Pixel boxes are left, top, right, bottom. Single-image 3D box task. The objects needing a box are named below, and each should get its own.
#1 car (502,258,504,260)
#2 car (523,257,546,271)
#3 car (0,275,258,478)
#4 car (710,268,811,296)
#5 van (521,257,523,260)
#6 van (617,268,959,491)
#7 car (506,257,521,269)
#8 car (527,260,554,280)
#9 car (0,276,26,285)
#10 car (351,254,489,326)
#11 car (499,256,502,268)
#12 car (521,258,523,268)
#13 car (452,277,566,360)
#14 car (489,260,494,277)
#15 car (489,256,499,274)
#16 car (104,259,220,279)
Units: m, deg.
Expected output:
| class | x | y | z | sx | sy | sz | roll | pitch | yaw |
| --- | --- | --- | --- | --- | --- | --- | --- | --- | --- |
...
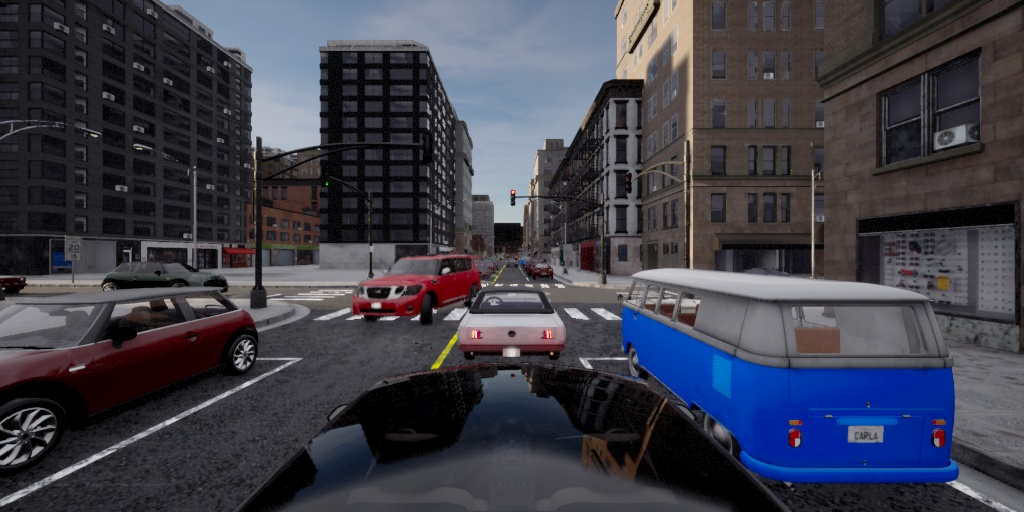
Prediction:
| class | x | y | z | sx | sy | sz | roll | pitch | yaw |
| --- | --- | --- | --- | --- | --- | --- | --- | --- | --- |
| car | -2.873 | 1.307 | 59.950 | 1.994 | 1.385 | 4.181 | 0 | 0 | 0 |
| car | 2.599 | 1.063 | 36.812 | 2.192 | 1.841 | 5.009 | 0 | 0 | 0 |
| car | -5.389 | 1.190 | 4.514 | 1.967 | 1.591 | 4.097 | 0 | 0 | 0 |
| car | 13.536 | 1.392 | 19.755 | 4.181 | 1.385 | 1.994 | 0 | 0 | 0 |
| van | 2.580 | 1.086 | 53.042 | 1.690 | 1.789 | 3.998 | 0 | 0 | 0 |
| van | 2.637 | 1.091 | 4.523 | 1.690 | 1.789 | 3.998 | 0 | 0 | 0 |
| car | 0.035 | 1.269 | 58.177 | 1.812 | 1.442 | 4.674 | 0 | 0 | 0 |
| car | 2.605 | 1.294 | 31.403 | 1.888 | 1.381 | 4.507 | 0 | 0 | 0 |
| car | -25.960 | 1.215 | 16.716 | 4.718 | 1.301 | 1.895 | 0 | 0 | 0 |
| car | -2.872 | 0.969 | 12.232 | 2.150 | 2.045 | 5.566 | -2 | 0 | 16 |
| car | -2.889 | 1.098 | 49.194 | 2.097 | 1.767 | 4.553 | 0 | 0 | 0 |
| car | 2.587 | 1.292 | 47.632 | 1.888 | 1.381 | 4.507 | 0 | 0 | 0 |
| car | -0.006 | 1.351 | 8.309 | 1.895 | 1.301 | 4.718 | 0 | 0 | 0 |
| car | -2.883 | 1.313 | 31.569 | 1.994 | 1.385 | 4.181 | 0 | 0 | -1 |
| car | -2.876 | 1.100 | 40.189 | 2.097 | 1.767 | 4.553 | 0 | 0 | 0 |
| car | -16.005 | 1.022 | 16.731 | 4.553 | 1.767 | 2.097 | 0 | 0 | 0 |
